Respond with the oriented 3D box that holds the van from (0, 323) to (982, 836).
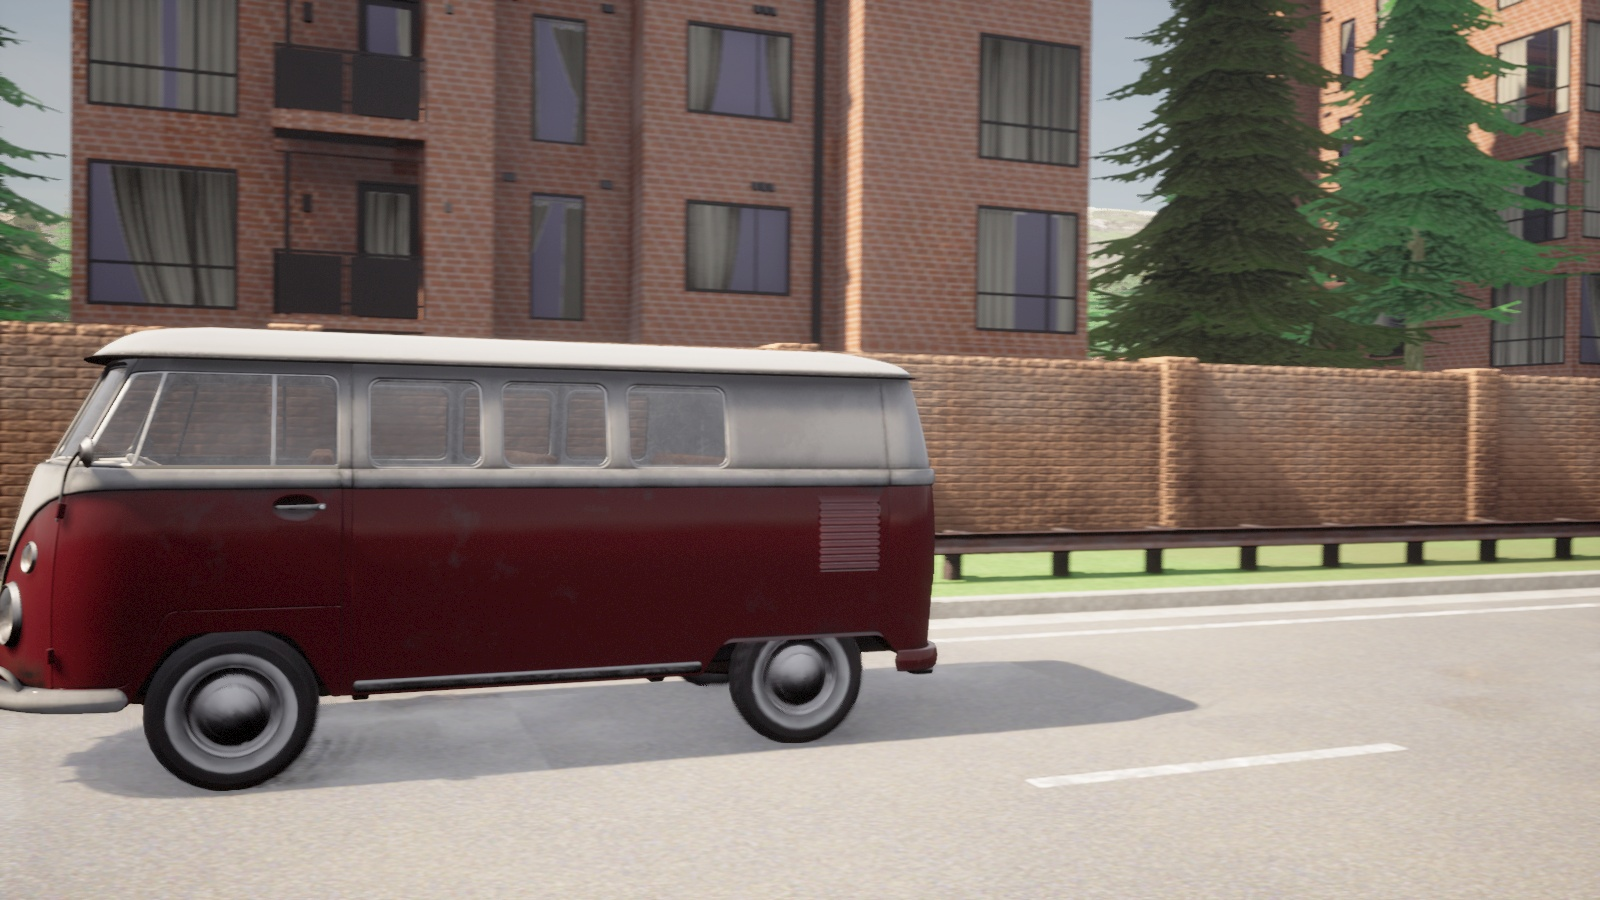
[{"bbox_3d":[-1.474,0.463,6.420,4.442,1.987,1.775,-1,1,-21],"label":"van"}]
